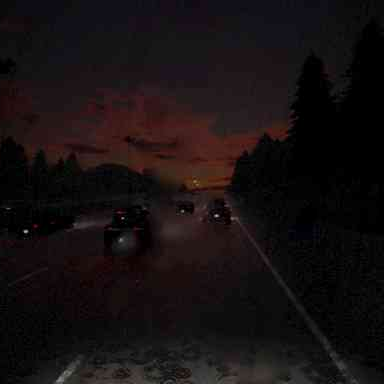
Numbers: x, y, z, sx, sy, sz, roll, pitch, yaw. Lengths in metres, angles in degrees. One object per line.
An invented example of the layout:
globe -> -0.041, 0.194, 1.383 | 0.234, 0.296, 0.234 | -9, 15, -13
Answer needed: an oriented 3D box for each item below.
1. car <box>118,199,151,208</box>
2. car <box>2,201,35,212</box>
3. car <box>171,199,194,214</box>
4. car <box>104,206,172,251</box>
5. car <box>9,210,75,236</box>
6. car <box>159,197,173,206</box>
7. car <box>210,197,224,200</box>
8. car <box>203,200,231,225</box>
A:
car -> -4.980, 1.682, 27.187 | 1.837, 1.490, 4.892 | -1, 1, 4
car -> -18.509, 1.631, 35.116 | 1.882, 1.535, 5.008 | -1, 0, 4
car -> -0.770, 1.630, 36.152 | 1.895, 1.301, 4.718 | -1, 0, 4
car -> -2.428, 1.621, 14.914 | 2.128, 1.511, 4.902 | -1, 0, 4
car -> -9.006, 1.877, 20.541 | 1.895, 1.301, 4.718 | -1, 0, 4
car -> -3.442, 1.457, 46.964 | 1.882, 1.535, 5.008 | -1, 1, 4
car -> 3.494, 1.360, 45.858 | 1.812, 1.442, 4.674 | -1, 1, 4
car -> 1.855, 1.595, 24.803 | 1.994, 1.385, 4.181 | -1, 0, 4
